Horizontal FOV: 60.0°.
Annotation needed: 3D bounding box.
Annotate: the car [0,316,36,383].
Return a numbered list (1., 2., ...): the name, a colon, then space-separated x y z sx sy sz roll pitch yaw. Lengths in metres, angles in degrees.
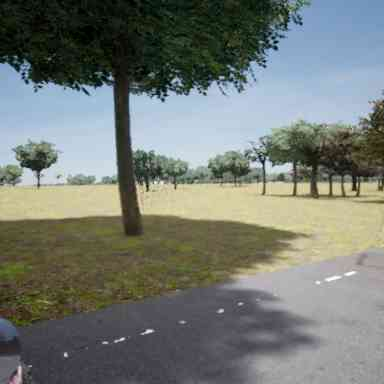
1. car: -3.319 1.520 1.359 4.902 1.511 2.128 0 -1 -37
